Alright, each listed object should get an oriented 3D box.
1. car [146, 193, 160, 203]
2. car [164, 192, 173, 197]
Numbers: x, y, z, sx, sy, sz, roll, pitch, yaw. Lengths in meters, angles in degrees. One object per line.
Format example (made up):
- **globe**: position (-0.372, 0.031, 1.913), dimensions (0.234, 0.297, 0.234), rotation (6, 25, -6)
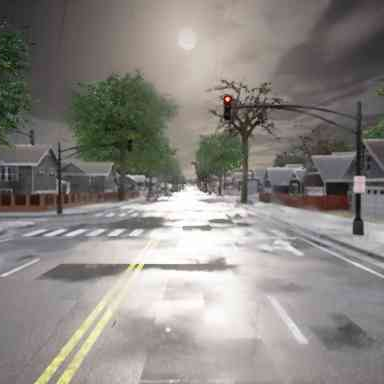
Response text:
- **car**: position (-6.444, 0.988, 55.172), dimensions (2.128, 1.511, 4.902), rotation (0, 1, 0)
- **car**: position (-6.410, 0.647, 90.063), dimensions (1.812, 1.442, 4.674), rotation (0, 1, 0)
